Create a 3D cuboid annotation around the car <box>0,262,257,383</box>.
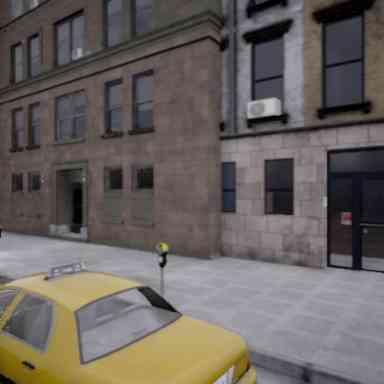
[{"bbox_3d":[-1.671,1.532,4.004,4.829,1.417,1.752,0,0,36],"label":"car"}]
